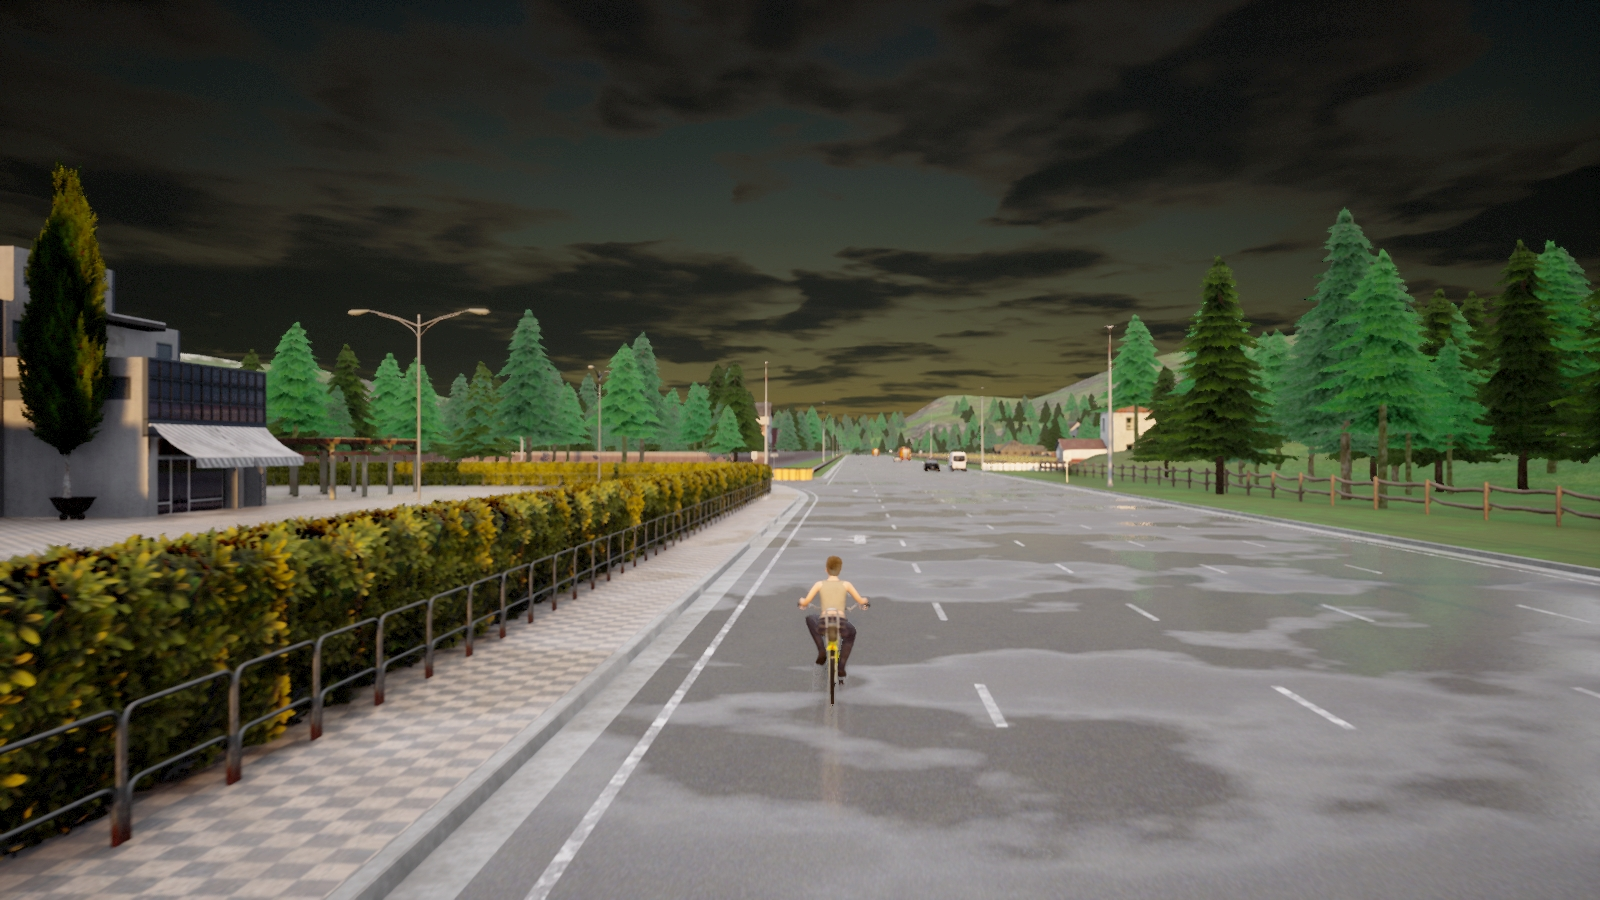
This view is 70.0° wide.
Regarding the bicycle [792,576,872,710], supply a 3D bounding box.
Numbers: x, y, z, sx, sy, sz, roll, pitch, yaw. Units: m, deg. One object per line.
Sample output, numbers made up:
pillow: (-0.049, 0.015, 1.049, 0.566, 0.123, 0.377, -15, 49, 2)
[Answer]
bicycle: (0.380, 2.160, 13.037, 0.859, 1.276, 1.487, 0, 0, 3)
